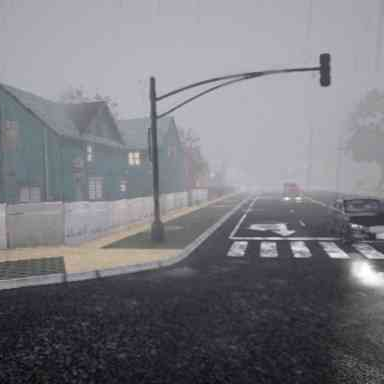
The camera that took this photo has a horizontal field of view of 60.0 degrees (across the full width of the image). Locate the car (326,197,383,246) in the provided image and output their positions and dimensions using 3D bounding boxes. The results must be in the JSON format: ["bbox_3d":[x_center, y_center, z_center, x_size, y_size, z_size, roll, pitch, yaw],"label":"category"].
[{"bbox_3d":[6.252,0.983,12.369,2.128,1.511,4.902,-2,1,13],"label":"car"}]

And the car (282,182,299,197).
[{"bbox_3d":[14.248,-0.381,48.253,2.150,2.045,5.566,-2,1,13],"label":"car"}]
